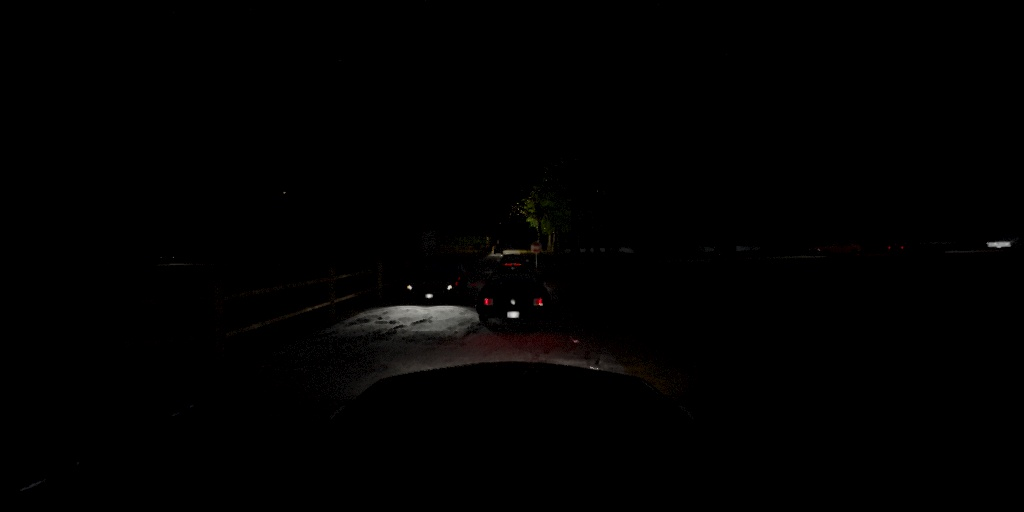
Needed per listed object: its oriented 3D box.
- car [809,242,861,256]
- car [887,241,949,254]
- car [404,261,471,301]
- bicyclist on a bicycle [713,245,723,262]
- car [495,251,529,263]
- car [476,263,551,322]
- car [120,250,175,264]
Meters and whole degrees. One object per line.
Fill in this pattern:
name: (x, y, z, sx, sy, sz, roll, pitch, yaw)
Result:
car: (36.540, -0.841, 40.664, 5.008, 1.535, 1.882, -2, 1, 0)
car: (42.797, -0.928, 37.817, 4.718, 1.301, 1.895, -2, 1, 0)
car: (-2.844, 0.917, 14.947, 2.033, 1.411, 5.357, 0, 2, 0)
bicyclist on a bicycle: (19.876, -0.214, 34.649, 0.582, 1.620, 1.656, -1, 1, 0)
car: (0.055, 0.619, 23.628, 1.837, 1.490, 4.892, 0, 1, 0)
car: (0.071, 1.085, 10.978, 1.895, 1.301, 4.718, 0, 2, 1)
car: (-38.130, 0.105, 37.509, 4.674, 1.442, 1.812, 1, 1, 0)
